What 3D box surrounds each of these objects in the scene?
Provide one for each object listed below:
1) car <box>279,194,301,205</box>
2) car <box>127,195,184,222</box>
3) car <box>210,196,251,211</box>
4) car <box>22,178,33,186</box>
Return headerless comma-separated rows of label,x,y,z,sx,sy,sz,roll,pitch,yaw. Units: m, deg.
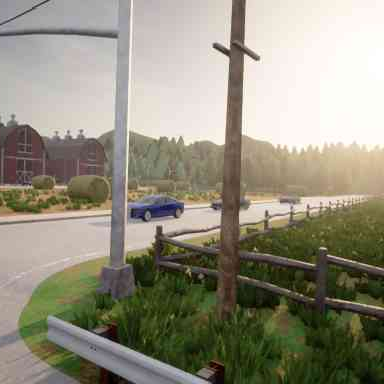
car,13.321,0.977,45.078,1.994,1.385,4.181,3,2,34
car,-2.441,0.936,21.235,1.882,1.535,5.008,3,2,33
car,3.682,0.986,30.541,2.033,1.411,5.357,3,2,33
car,-39.001,-2.370,79.385,1.905,1.878,3.866,8,2,-13
